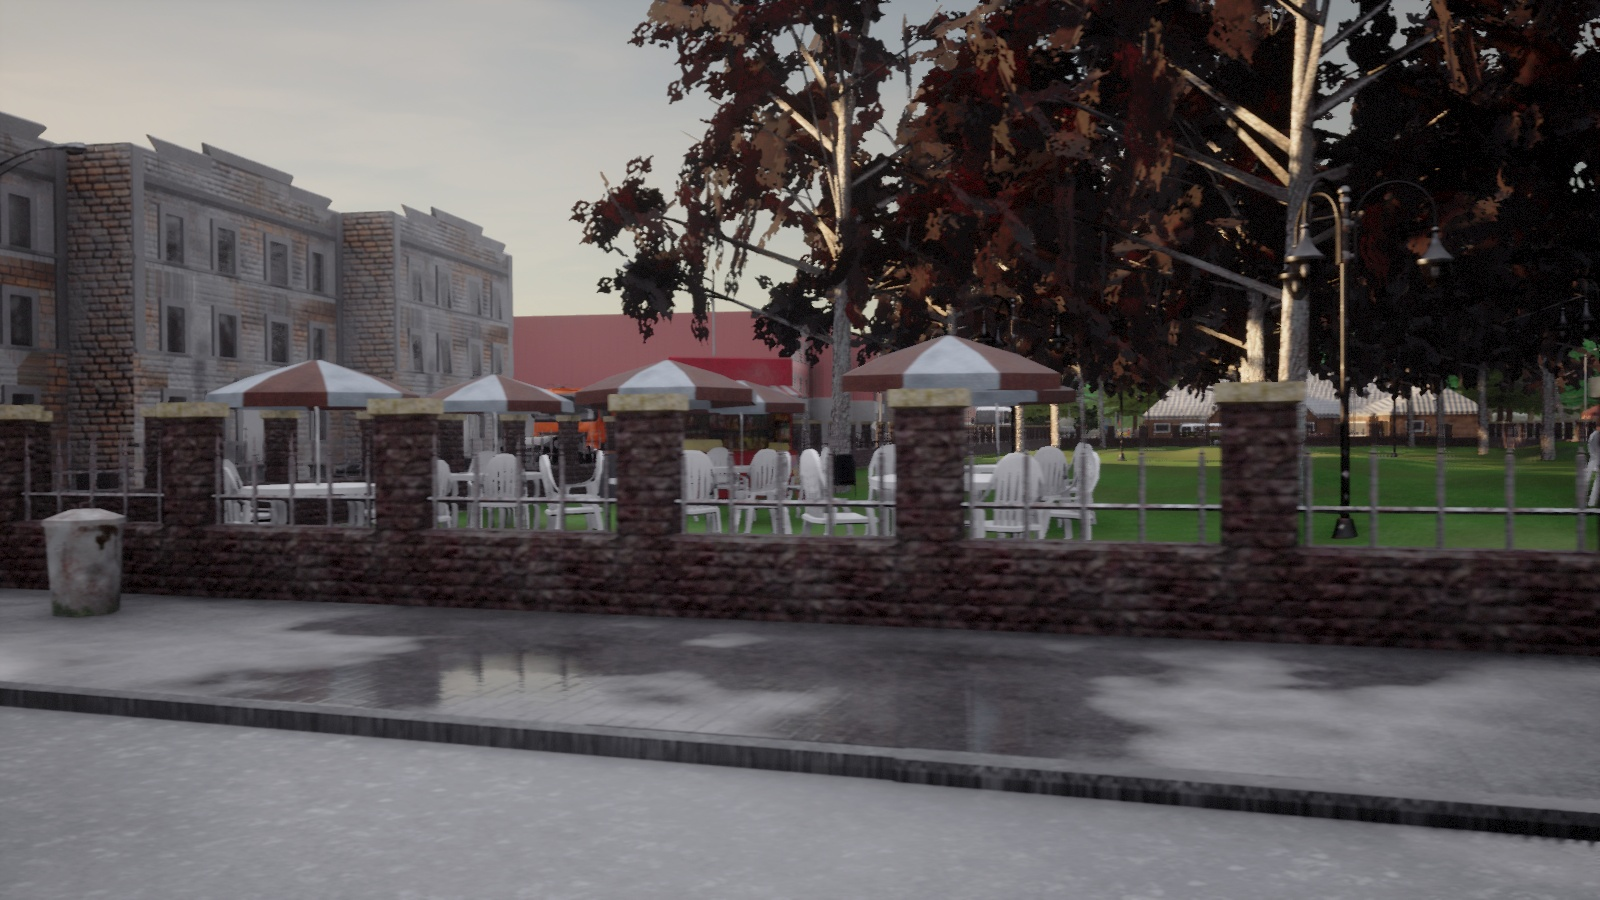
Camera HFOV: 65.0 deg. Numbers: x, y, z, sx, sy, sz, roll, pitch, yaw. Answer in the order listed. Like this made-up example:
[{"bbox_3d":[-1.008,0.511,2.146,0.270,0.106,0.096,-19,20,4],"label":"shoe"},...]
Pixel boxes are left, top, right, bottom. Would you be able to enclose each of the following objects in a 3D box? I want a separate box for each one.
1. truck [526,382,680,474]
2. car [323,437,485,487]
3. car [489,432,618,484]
[{"bbox_3d":[-7.880,-0.897,51.570,2.891,3.462,7.936,0,1,19],"label":"truck"},{"bbox_3d":[-12.126,0.319,38.928,2.033,1.411,5.357,0,1,19],"label":"car"},{"bbox_3d":[-7.684,0.206,39.593,2.007,1.525,4.514,0,1,19],"label":"car"}]
